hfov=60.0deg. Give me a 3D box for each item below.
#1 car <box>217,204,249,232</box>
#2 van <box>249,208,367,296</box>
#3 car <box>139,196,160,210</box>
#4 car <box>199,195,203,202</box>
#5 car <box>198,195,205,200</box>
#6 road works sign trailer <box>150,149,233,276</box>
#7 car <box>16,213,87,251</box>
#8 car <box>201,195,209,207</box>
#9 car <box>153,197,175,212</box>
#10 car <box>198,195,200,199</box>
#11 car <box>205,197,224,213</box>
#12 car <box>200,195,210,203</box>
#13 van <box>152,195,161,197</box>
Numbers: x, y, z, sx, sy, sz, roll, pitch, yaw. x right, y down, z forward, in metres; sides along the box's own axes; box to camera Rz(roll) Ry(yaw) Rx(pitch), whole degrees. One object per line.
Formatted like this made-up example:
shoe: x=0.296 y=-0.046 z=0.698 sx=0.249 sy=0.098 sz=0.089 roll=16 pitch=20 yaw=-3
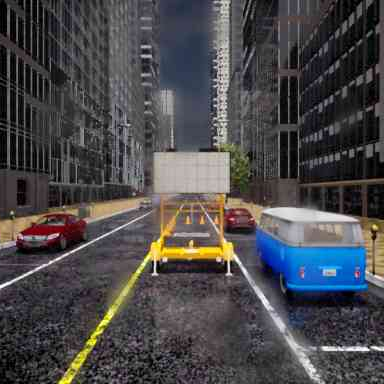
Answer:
car: x=2.685 y=1.581 z=19.731 sx=1.802 sy=1.307 sz=4.206 roll=0 pitch=0 yaw=0
van: x=2.688 y=1.341 z=8.347 sx=1.690 sy=1.788 sz=3.998 roll=0 pitch=0 yaw=0
car: x=-5.702 y=1.548 z=42.502 sx=2.008 sy=1.369 sz=4.403 roll=0 pitch=0 yaw=0
car: x=2.676 y=1.538 z=53.886 sx=2.008 sy=1.369 sz=4.403 roll=0 pitch=0 yaw=0
car: x=2.666 y=1.462 z=93.733 sx=1.887 sy=1.381 sz=4.507 roll=0 pitch=0 yaw=0
road works sign trailer: x=-0.003 y=0.464 z=10.365 sx=2.380 sy=3.560 sz=2.880 roll=0 pitch=0 yaw=0
car: x=-5.695 y=1.582 z=14.039 sx=1.802 sy=1.307 sz=4.206 roll=0 pitch=0 yaw=0
car: x=2.678 y=1.544 z=48.193 sx=2.008 sy=1.369 sz=4.403 roll=0 pitch=0 yaw=0
car: x=-3.112 y=1.599 z=39.541 sx=1.895 sy=1.301 sz=4.718 roll=0 pitch=0 yaw=0
car: x=2.673 y=1.410 z=65.271 sx=1.967 sy=1.590 sz=4.097 roll=0 pitch=0 yaw=0
car: x=2.680 y=1.581 z=36.808 sx=1.802 sy=1.307 sz=4.206 roll=0 pitch=0 yaw=0
car: x=2.672 y=1.401 z=70.963 sx=1.967 sy=1.590 sz=4.097 roll=0 pitch=0 yaw=0
van: x=-5.704 y=1.328 z=53.887 sx=1.690 sy=1.788 sz=3.998 roll=0 pitch=0 yaw=0
